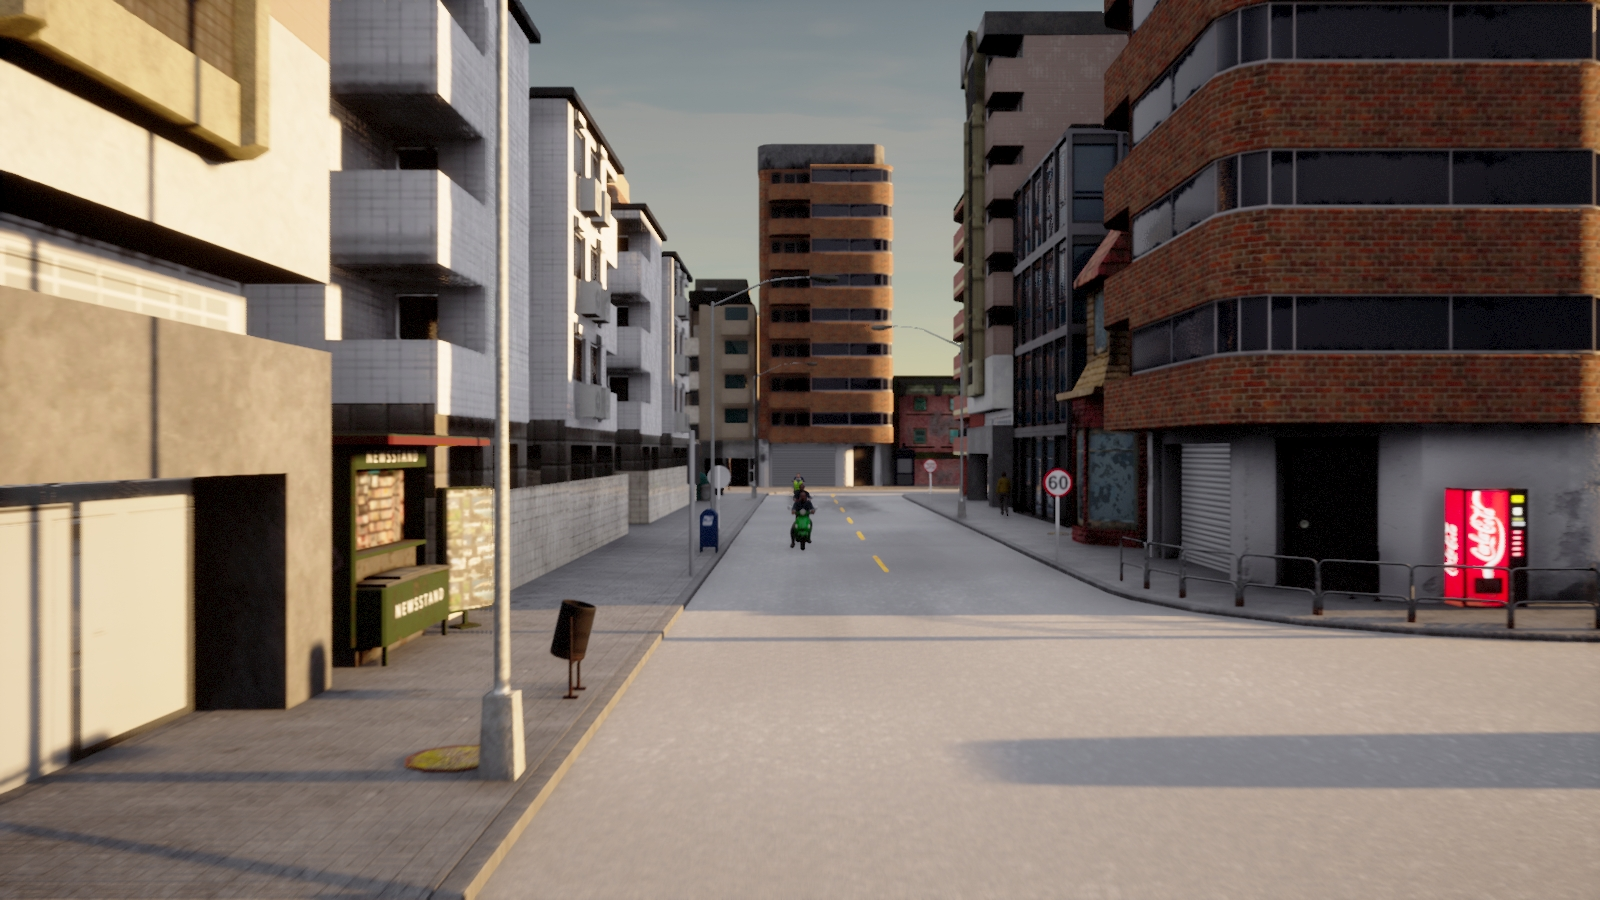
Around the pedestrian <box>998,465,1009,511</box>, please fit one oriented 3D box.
[{"bbox_3d":[8.292,1.523,46.512,0.375,1.860,0.375,0,0,-6],"label":"pedestrian"}]

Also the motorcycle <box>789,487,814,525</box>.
[{"bbox_3d":[0.049,1.962,40.124,0.856,1.236,1.805,0,0,0],"label":"motorcycle"}]

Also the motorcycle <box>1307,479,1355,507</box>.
[{"bbox_3d":[24.404,1.962,52.542,1.805,1.236,0.856,0,0,2],"label":"motorcycle"}]

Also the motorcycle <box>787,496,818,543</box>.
[{"bbox_3d":[0.070,1.962,32.483,0.856,1.236,1.805,0,0,0],"label":"motorcycle"}]
